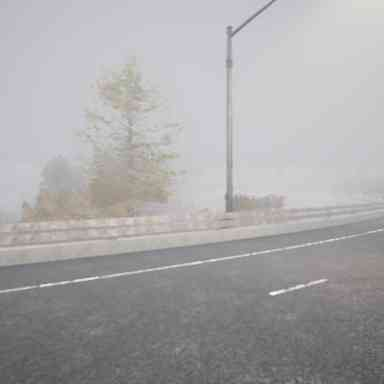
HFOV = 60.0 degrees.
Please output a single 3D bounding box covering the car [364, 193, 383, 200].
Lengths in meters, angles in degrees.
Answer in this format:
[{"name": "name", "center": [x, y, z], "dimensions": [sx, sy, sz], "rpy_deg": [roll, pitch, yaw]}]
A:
[{"name": "car", "center": [45.308, 1.115, 82.825], "dimensions": [1.837, 1.490, 4.892], "rpy_deg": [0, 0, 7]}]
